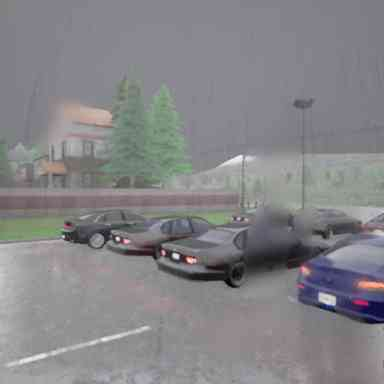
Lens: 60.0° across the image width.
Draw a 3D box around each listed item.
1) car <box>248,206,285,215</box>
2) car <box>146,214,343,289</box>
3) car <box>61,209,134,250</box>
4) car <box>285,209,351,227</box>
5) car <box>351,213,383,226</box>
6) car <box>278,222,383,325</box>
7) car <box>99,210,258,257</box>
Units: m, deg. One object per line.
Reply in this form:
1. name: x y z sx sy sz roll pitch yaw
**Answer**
1. car: 4.654 1.559 19.965 5.357 1.411 2.033 0 0 -35
2. car: 1.668 1.552 9.234 5.357 1.411 2.033 0 0 -35
3. car: -3.068 1.509 14.463 4.892 1.490 1.837 0 0 -35
4. car: 7.162 1.576 17.459 4.181 1.385 1.994 0 0 -35
5. car: 9.189 1.576 14.600 4.181 1.385 1.994 0 0 -35
6. car: 4.015 1.531 6.603 4.674 1.442 1.812 0 0 -35
7. car: -0.335 1.552 12.106 5.357 1.411 2.033 0 0 -36
